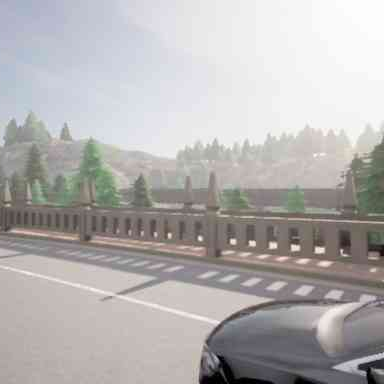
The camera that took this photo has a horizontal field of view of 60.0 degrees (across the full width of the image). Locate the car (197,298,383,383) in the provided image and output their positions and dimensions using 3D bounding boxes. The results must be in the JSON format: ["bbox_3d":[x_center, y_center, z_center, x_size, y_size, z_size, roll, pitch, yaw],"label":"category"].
[{"bbox_3d":[2.289,1.492,2.357,4.902,1.511,2.128,0,0,35],"label":"car"}]
